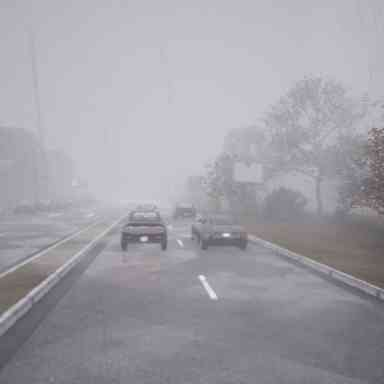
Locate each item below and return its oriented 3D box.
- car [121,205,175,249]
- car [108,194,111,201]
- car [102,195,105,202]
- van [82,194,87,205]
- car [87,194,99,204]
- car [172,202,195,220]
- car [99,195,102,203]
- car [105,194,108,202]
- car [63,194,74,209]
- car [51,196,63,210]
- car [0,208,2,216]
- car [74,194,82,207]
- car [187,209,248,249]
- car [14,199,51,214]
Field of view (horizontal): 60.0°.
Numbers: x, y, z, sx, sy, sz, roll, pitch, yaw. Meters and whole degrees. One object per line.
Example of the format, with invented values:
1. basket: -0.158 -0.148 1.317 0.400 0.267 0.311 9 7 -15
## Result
1. car: -2.092 1.573 14.885 2.128 1.511 4.902 1 0 -7
2. car: -23.942 1.637 89.395 2.185 1.767 4.553 1 0 -7
3. car: -22.519 1.700 78.411 2.231 1.521 4.892 1 0 -7
4. van: -19.652 1.347 56.375 1.878 1.987 4.442 1 0 -7
5. car: -21.102 1.386 67.545 2.435 2.045 5.566 1 0 -7
6. car: -0.785 1.694 30.379 1.882 1.535 5.008 1 0 -7
7. car: -21.806 1.668 72.931 2.097 1.535 5.008 1 0 -7
8. car: -23.231 1.605 83.916 2.185 1.767 4.553 1 0 -7
9. car: -18.250 1.385 45.563 2.185 1.767 4.553 1 0 -7
10. car: -17.554 1.520 40.178 2.002 1.452 4.674 1 0 -7
11. car: -15.392 1.381 23.556 1.946 1.575 5.366 1 0 -7
12. car: -18.961 1.417 51.042 2.185 1.767 4.553 1 0 -7
13. car: 1.132 1.697 15.284 1.994 1.385 4.181 1 0 -7
14. car: -16.841 1.450 34.704 2.231 1.521 4.892 1 0 -7
